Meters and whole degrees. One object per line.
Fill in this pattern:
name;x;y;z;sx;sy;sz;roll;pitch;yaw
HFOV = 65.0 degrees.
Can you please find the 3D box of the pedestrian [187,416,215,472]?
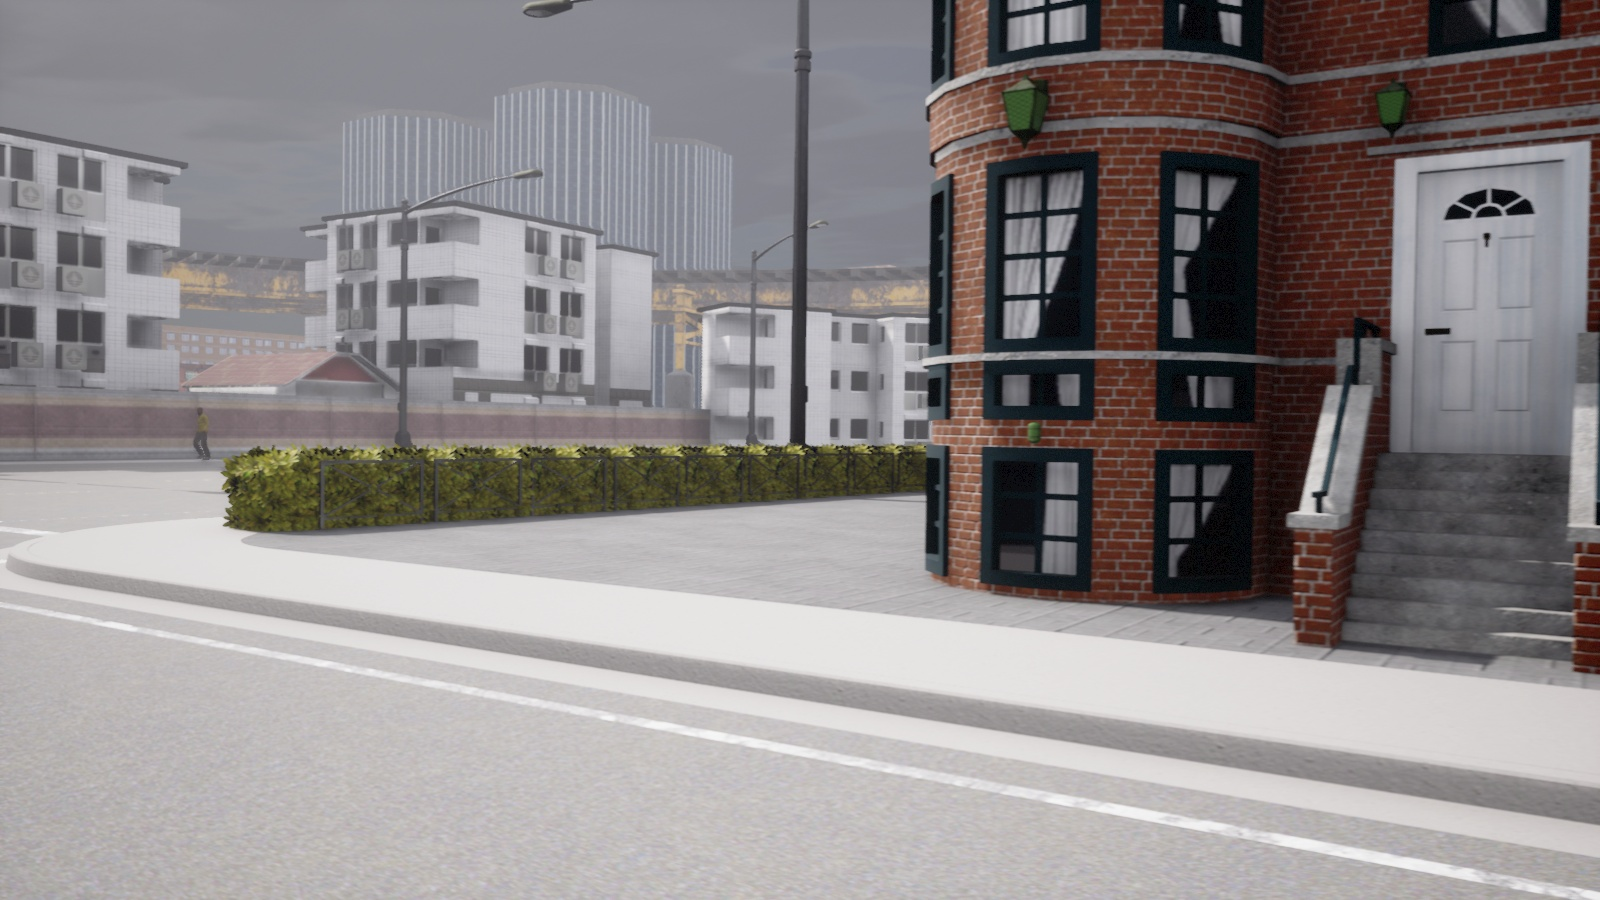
pedestrian;-19.969;-0.210;41.841;0.370;1.835;0.726;0;1;36
